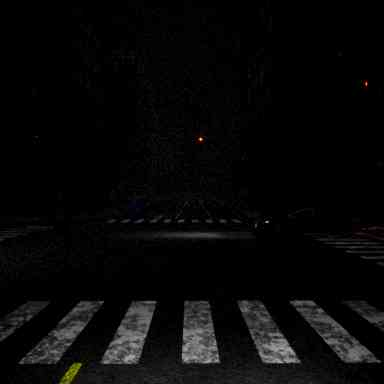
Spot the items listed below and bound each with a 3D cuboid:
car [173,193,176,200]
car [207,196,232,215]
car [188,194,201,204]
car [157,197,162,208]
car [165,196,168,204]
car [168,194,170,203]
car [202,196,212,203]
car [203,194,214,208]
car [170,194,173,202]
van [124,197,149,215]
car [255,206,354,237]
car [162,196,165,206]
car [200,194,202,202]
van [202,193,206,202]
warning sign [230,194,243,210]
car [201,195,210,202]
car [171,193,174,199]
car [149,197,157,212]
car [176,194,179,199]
[{"bbox_3d":[-5.460,1.522,78.598,1.752,1.417,4.829,0,0,0],"label":"car"},{"bbox_3d":[2.834,1.442,33.380,1.967,1.590,4.097,0,0,0],"label":"car"},{"bbox_3d":[0.324,1.565,63.753,1.994,1.385,4.181,0,0,0],"label":"car"},{"bbox_3d":[-5.633,1.569,44.758,1.947,1.339,4.313,0,0,0],"label":"car"},{"bbox_3d":[-5.575,1.568,56.095,1.947,1.339,4.313,0,0,0],"label":"car"},{"bbox_3d":[-5.547,1.527,61.593,1.752,1.417,4.829,0,0,0],"label":"car"},{"bbox_3d":[3.009,1.551,67.395,2.008,1.369,4.403,0,0,0],"label":"car"},{"bbox_3d":[2.892,1.443,44.718,1.967,1.590,4.097,0,0,0],"label":"car"},{"bbox_3d":[-5.517,1.566,67.431,1.947,1.339,4.313,0,0,0],"label":"car"},{"bbox_3d":[-5.692,1.343,33.422,1.690,1.788,3.998,0,0,0],"label":"van"},{"bbox_3d":[5.806,1.499,17.417,4.902,1.511,2.128,0,0,0],"label":"car"},{"bbox_3d":[-5.604,1.585,50.427,1.802,1.307,4.206,0,0,0],"label":"car"},{"bbox_3d":[2.980,1.527,61.896,1.752,1.417,4.829,0,0,0],"label":"car"},{"bbox_3d":[2.950,1.344,56.057,1.690,1.788,3.998,0,0,0],"label":"van"},{"bbox_3d":[5.266,1.118,39.362,1.300,1.860,1.060,0,0,0],"label":"warning sign"},{"bbox_3d":[3.067,1.436,78.734,1.967,1.590,4.097,0,0,0],"label":"car"},{"bbox_3d":[-5.488,1.543,73.099,1.887,1.381,4.507,0,0,0],"label":"car"},{"bbox_3d":[-5.662,1.443,39.090,1.967,1.590,4.097,0,0,0],"label":"car"},{"bbox_3d":[-5.401,1.306,90.104,2.192,1.841,5.009,0,0,0],"label":"car"}]
